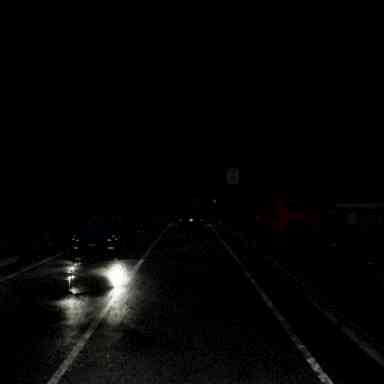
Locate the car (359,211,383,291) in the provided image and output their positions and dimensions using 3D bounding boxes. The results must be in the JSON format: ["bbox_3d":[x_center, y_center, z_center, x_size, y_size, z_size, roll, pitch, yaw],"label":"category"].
[{"bbox_3d":[6.280,1.373,6.751,4.553,1.767,2.185,0,0,-1],"label":"car"}]

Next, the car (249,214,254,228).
[{"bbox_3d":[6.083,1.651,18.893,5.008,1.535,2.097,0,-1,-1],"label":"car"}]

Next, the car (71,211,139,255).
[{"bbox_3d":[-3.447,1.591,13.916,1.882,1.535,5.008,0,-1,0],"label":"car"}]

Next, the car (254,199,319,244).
[{"bbox_3d":[6.156,1.349,15.981,5.566,2.045,2.435,0,-1,-1],"label":"car"}]

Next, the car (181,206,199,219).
[{"bbox_3d":[-0.209,2.478,41.417,2.128,1.511,4.902,0,-2,0],"label":"car"}]

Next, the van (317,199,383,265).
[{"bbox_3d":[6.327,1.300,9.790,4.442,1.987,1.878,0,-1,-1],"label":"van"}]

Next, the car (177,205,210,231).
[{"bbox_3d":[-0.071,1.868,23.233,2.033,1.411,5.357,0,-2,0],"label":"car"}]
